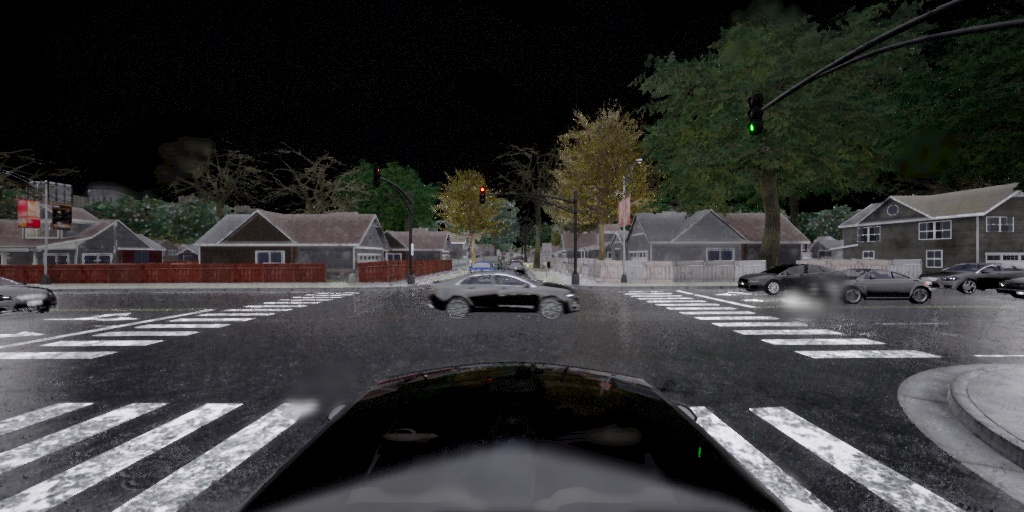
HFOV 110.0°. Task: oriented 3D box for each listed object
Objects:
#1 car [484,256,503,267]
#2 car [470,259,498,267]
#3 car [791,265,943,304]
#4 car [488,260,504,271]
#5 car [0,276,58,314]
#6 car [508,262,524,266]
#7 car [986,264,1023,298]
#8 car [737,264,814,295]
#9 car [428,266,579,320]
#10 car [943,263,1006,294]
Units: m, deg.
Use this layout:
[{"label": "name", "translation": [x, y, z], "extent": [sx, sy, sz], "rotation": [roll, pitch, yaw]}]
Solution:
[{"label": "car", "translation": [-2.401, 0.994, 41.658], "extent": [2.150, 2.045, 5.566], "rotation": [0, 0, 1]}, {"label": "car", "translation": [-2.595, 1.242, 31.422], "extent": [1.882, 1.535, 5.008], "rotation": [0, 0, 1]}, {"label": "car", "translation": [14.716, 1.217, 15.082], "extent": [4.181, 1.385, 1.994], "rotation": [0, 0, 1]}, {"label": "car", "translation": [-2.269, 1.331, 51.975], "extent": [2.033, 1.411, 5.357], "rotation": [0, 0, 1]}, {"label": "car", "translation": [-18.568, 1.344, 12.162], "extent": [4.902, 1.511, 2.128], "rotation": [0, 0, 1]}, {"label": "car", "translation": [0.453, 1.338, 42.648], "extent": [1.994, 1.385, 4.181], "rotation": [0, 0, 1]}, {"label": "car", "translation": [23.953, 1.149, 14.935], "extent": [5.357, 1.411, 2.033], "rotation": [0, 0, 1]}, {"label": "car", "translation": [14.262, 1.159, 18.330], "extent": [4.892, 1.490, 1.837], "rotation": [0, 0, 2]}, {"label": "car", "translation": [-0.277, 1.233, 11.872], "extent": [4.902, 1.511, 2.128], "rotation": [0, 0, 1]}, {"label": "car", "translation": [23.592, 1.093, 18.193], "extent": [4.902, 1.511, 2.128], "rotation": [0, 0, 1]}]
